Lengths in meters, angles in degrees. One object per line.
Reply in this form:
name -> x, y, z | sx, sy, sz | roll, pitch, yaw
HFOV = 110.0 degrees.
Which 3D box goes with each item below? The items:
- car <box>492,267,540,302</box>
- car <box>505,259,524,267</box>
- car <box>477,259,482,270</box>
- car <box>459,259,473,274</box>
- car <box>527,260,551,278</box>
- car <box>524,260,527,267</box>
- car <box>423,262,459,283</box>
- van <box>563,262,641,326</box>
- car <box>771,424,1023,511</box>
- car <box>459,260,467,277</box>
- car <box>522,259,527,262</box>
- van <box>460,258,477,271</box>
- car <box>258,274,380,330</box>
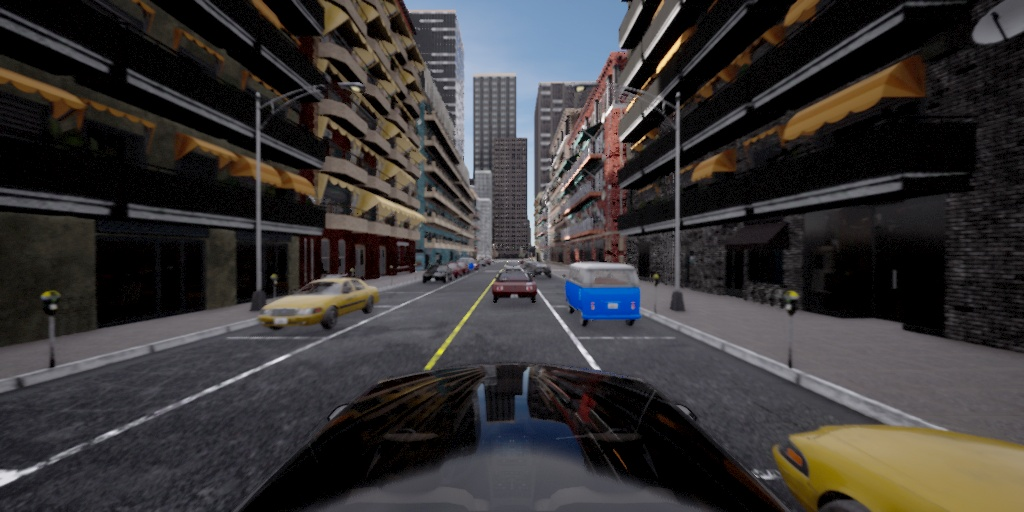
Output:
car -> 0.108, 1.362, 16.996 | 1.895, 1.301, 4.718 | 0, 0, 0
car -> 0.117, 1.385, 44.053 | 1.895, 1.301, 4.718 | 0, 0, 0
car -> -5.674, 1.230, 50.075 | 1.967, 1.591, 4.097 | 0, 0, 0
car -> -5.678, 1.325, 39.029 | 1.888, 1.381, 4.507 | 0, 0, 0
car -> 2.701, 1.325, 33.488 | 2.007, 1.370, 4.403 | 0, 0, 0
car -> 2.703, 1.330, 39.012 | 2.007, 1.370, 4.403 | 0, 0, 0
car -> -5.681, 1.336, 27.981 | 1.948, 1.339, 4.313 | 0, 0, 0
van -> 2.693, 1.097, 11.396 | 1.690, 1.789, 3.998 | 0, 0, 0
car -> 2.689, 1.275, 0.518 | 1.751, 1.417, 4.829 | 0, 0, 0
car -> -5.679, 1.320, 33.505 | 1.888, 1.381, 4.507 | 0, 0, 0
car -> 2.709, 1.347, 55.582 | 2.007, 1.370, 4.403 | 0, 0, 0
van -> -5.676, 1.126, 44.552 | 1.690, 1.789, 3.998 | 0, 0, 0
car -> -5.688, 1.282, 11.241 | 1.751, 1.417, 4.829 | 0, 0, 0
